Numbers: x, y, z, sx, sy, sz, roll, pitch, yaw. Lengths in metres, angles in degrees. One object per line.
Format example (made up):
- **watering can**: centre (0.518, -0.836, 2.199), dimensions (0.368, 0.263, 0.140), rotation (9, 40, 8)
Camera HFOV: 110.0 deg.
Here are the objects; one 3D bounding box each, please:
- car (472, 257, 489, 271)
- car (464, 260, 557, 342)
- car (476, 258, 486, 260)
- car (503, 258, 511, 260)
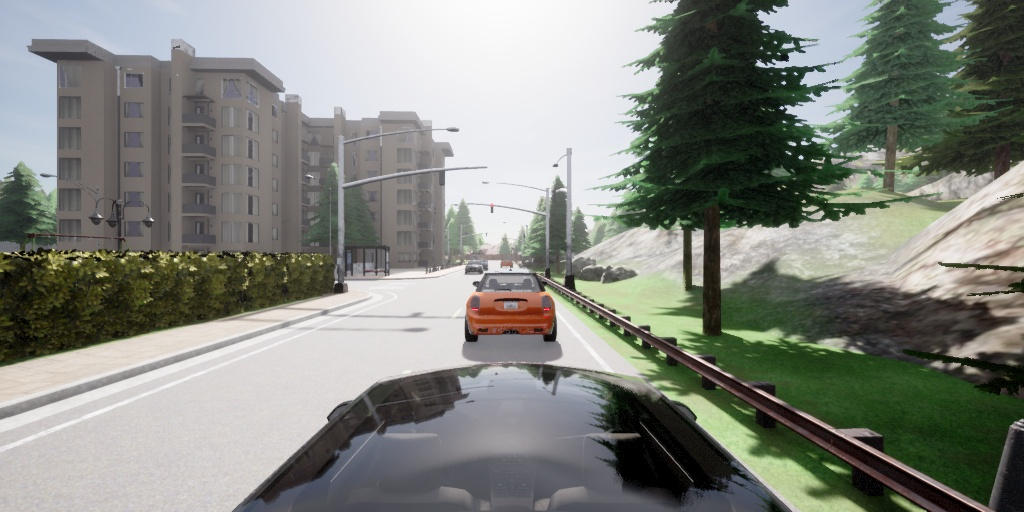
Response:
- **car**: centre (-4.430, 1.102, 50.647), dimensions (2.097, 1.767, 4.553), rotation (0, 0, -2)
- **car**: centre (-0.049, 1.102, 9.948), dimensions (2.097, 1.767, 4.553), rotation (0, 0, -1)
- **car**: centre (-4.250, 1.255, 40.735), dimensions (1.837, 1.490, 4.892), rotation (0, 0, -1)
- **car**: centre (-0.904, 1.102, 61.205), dimensions (2.097, 1.767, 4.553), rotation (0, 0, -1)
